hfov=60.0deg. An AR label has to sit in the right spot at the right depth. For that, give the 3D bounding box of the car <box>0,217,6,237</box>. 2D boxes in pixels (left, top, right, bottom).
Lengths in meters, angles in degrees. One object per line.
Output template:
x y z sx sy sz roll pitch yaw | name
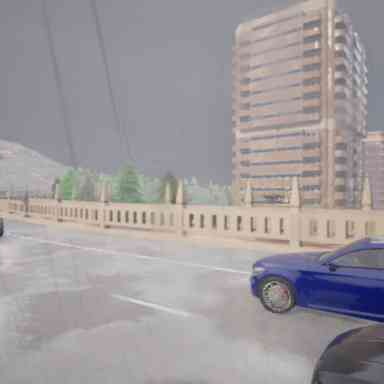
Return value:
-11.028 1.526 16.744 4.674 1.442 1.812 0 0 40 | car

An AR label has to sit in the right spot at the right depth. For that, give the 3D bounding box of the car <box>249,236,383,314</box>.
3.323 1.525 5.920 4.674 1.442 1.812 0 0 35 | car

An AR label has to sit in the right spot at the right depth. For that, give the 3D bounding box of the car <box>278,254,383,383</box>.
3.167 1.505 1.734 4.892 1.490 1.837 0 0 35 | car
